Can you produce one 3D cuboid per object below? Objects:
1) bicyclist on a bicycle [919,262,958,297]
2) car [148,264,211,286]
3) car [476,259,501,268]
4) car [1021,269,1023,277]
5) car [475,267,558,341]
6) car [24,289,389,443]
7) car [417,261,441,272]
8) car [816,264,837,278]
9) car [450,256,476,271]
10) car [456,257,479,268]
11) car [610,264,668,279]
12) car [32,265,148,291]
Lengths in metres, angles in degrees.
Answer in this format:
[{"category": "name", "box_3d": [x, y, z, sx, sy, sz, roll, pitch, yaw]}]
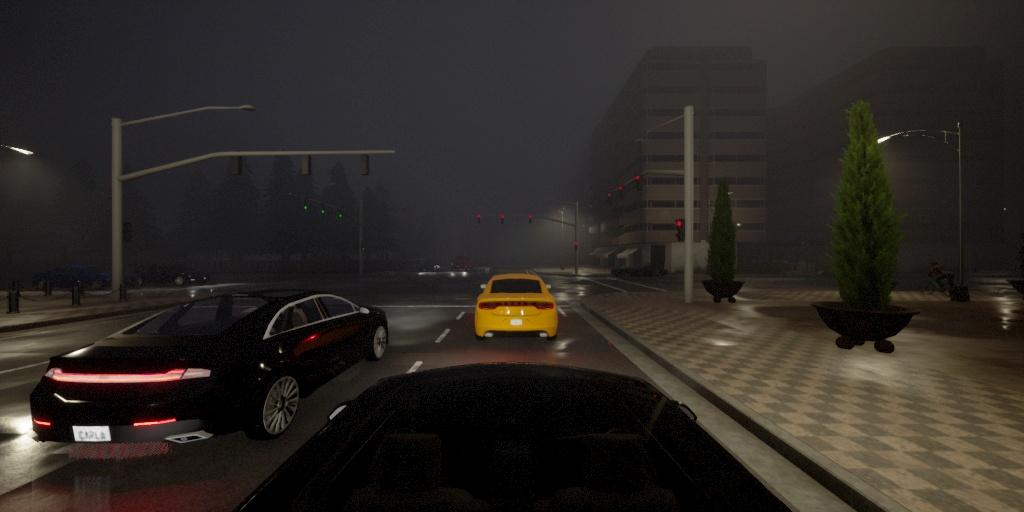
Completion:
[{"category": "bicyclist on a bicycle", "box_3d": [20.288, 1.106, 17.061, 0.582, 1.620, 1.656, 0, 0, 0]}, {"category": "car", "box_3d": [-24.014, 1.309, 25.241, 4.892, 1.490, 1.837, 0, 0, 1]}, {"category": "car", "box_3d": [-4.151, 1.255, 62.293, 1.837, 1.490, 4.892, 0, -1, 21]}, {"category": "car", "box_3d": [49.477, 1.310, 32.518, 5.008, 1.535, 1.882, 0, 0, 0]}, {"category": "car", "box_3d": [0.107, 1.227, 9.946, 1.882, 1.535, 5.008, 0, 0, 0]}, {"category": "car", "box_3d": [-3.423, 1.241, 5.364, 2.128, 1.511, 4.902, 0, 0, 1]}, {"category": "car", "box_3d": [-10.349, 1.296, 45.375, 2.033, 1.411, 5.357, 0, 0, 2]}, {"category": "car", "box_3d": [30.431, 1.296, 32.565, 4.902, 1.511, 2.128, 0, 0, 0]}, {"category": "car", "box_3d": [-6.709, 0.971, 48.429, 2.150, 2.045, 5.566, 0, 0, 4]}, {"category": "car", "box_3d": [-7.718, 1.099, 62.577, 2.097, 1.767, 4.553, 0, 0, 20]}, {"category": "car", "box_3d": [11.498, 1.405, 32.620, 4.718, 1.301, 1.895, 0, 0, 2]}, {"category": "car", "box_3d": [-25.709, 1.282, 21.725, 5.008, 1.535, 1.882, 0, 0, 0]}]
